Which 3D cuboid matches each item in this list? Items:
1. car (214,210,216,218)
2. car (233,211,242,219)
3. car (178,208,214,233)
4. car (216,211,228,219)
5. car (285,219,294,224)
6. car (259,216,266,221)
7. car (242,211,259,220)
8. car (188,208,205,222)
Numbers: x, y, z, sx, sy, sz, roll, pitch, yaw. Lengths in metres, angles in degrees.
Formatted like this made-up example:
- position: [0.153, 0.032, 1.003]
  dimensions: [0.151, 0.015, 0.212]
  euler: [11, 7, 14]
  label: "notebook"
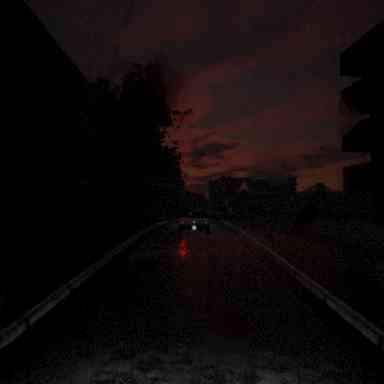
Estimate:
- position: [1.950, 4.344, 69.400]
  dimensions: [2.435, 2.045, 5.566]
  euler: [3, -5, -30]
  label: "car"
- position: [7.802, 4.921, 70.473]
  dimensions: [2.185, 1.767, 4.553]
  euler: [7, -6, -30]
  label: "car"
- position: [0.148, 1.807, 21.040]
  dimensions: [1.895, 1.301, 4.718]
  euler: [0, -2, 1]
  label: "car"
- position: [4.829, 4.655, 69.981]
  dimensions: [2.185, 1.767, 4.553]
  euler: [5, -6, -31]
  label: "car"
- position: [22.602, 6.614, 73.064]
  dimensions: [2.002, 1.452, 4.674]
  euler: [8, -6, -29]
  label: "car"
- position: [13.631, 5.665, 71.711]
  dimensions: [1.946, 1.575, 5.366]
  euler: [8, -6, -30]
  label: "car"
- position: [10.799, 5.106, 71.028]
  dimensions: [2.435, 2.045, 5.566]
  euler: [8, -6, -30]
  label: "car"
- position: [0.576, 2.518, 36.754]
  dimensions: [1.812, 1.442, 4.674]
  euler: [0, -4, 2]
  label: "car"
